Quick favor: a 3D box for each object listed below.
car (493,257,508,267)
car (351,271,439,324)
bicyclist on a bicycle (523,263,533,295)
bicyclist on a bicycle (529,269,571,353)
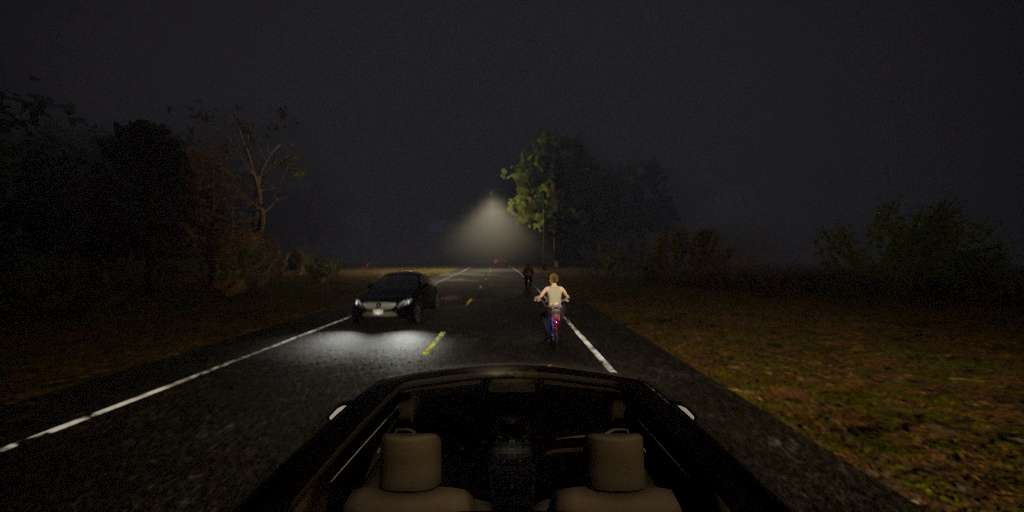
[{"bbox_3d":[-1.843,1.212,62.090,1.812,1.442,4.674,0,-1,-4],"label":"car"},{"bbox_3d":[-3.684,1.271,12.112,1.812,1.442,4.674,0,0,-1],"label":"car"},{"bbox_3d":[0.801,1.194,17.517,0.582,1.620,1.656,0,0,-1],"label":"bicyclist on a bicycle"},{"bbox_3d":[0.897,1.184,7.828,0.866,1.612,1.509,0,0,0],"label":"bicyclist on a bicycle"}]
